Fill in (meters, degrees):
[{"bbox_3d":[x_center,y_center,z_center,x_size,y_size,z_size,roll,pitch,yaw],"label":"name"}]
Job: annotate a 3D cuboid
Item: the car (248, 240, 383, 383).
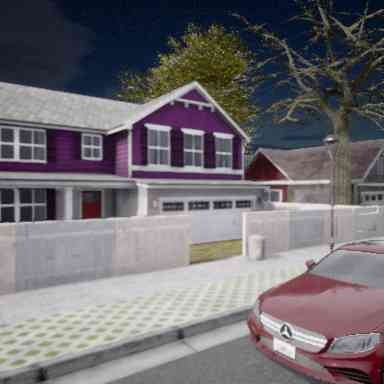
[{"bbox_3d":[2.956,1.539,5.167,4.674,1.442,1.812,0,0,-35],"label":"car"}]
